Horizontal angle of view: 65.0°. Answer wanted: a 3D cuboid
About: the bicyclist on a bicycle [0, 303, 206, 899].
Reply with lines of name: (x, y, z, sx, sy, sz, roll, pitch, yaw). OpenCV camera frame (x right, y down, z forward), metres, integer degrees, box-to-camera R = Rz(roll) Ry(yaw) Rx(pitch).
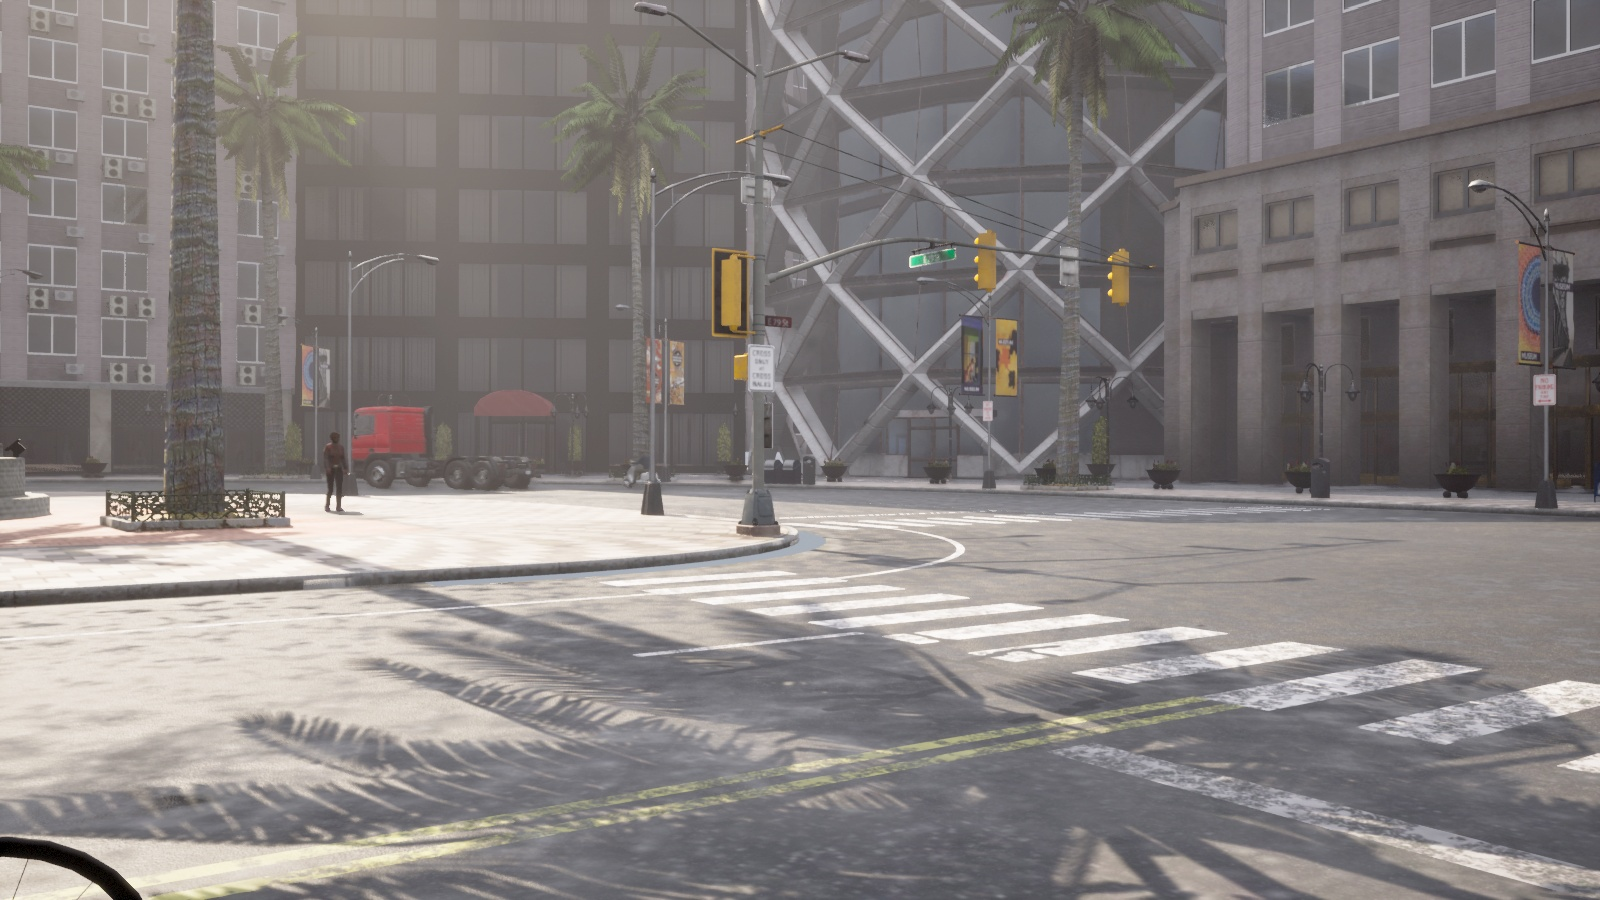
bicyclist on a bicycle: (-2.110, 0.625, 2.206, 1.843, 1.776, 0.659, 0, 0, -35)

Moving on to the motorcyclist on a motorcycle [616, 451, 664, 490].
motorcyclist on a motorcycle: (-6.587, 0.839, 51.638, 1.817, 1.590, 0.866, 0, 0, 30)

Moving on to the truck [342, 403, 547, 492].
truck: (-14.567, -0.080, 51.397, 7.936, 3.462, 2.891, 0, 0, 21)

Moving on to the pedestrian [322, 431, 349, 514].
pedestrian: (-10.254, 0.491, 27.731, 0.328, 1.805, 0.869, 0, 0, -36)
